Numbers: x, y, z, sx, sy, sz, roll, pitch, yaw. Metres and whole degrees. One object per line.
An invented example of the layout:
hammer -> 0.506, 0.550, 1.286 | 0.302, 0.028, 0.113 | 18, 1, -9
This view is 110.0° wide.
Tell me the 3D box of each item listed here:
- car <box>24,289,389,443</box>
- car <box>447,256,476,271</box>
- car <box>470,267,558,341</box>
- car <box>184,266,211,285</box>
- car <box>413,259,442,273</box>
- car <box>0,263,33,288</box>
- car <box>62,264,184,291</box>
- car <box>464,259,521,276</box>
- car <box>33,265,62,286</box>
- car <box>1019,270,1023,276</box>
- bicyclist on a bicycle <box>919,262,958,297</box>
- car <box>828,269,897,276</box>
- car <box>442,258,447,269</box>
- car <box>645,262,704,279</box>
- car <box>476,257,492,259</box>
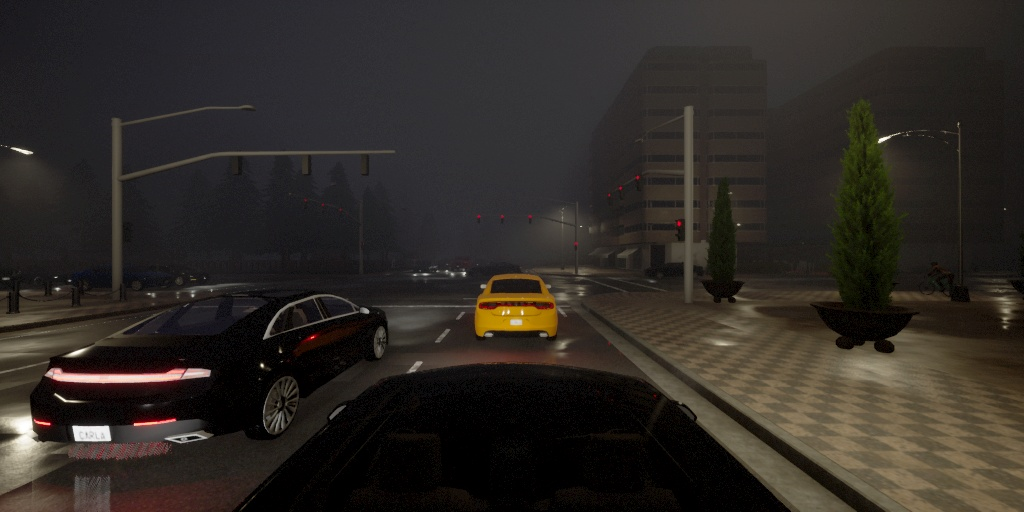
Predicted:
car -> -3.423, 1.242, 5.364 | 2.128, 1.511, 4.902 | 0, 0, 1
car -> -6.709, 0.971, 48.428 | 2.150, 2.045, 5.566 | 0, 0, 4
car -> 0.107, 1.228, 9.946 | 1.882, 1.535, 5.008 | 0, 0, 0
car -> -24.015, 1.310, 25.241 | 4.892, 1.490, 1.837 | 0, 0, 1
car -> -10.400, 1.297, 43.601 | 2.033, 1.411, 5.357 | 0, 0, 2
car -> -33.366, 1.027, 21.707 | 5.566, 2.045, 2.150 | 0, 0, 0
car -> -23.431, 1.283, 21.731 | 5.008, 1.535, 1.882 | 0, 0, 0
car -> -1.540, 1.265, 32.490 | 4.902, 1.511, 2.128 | 0, 0, 0
car -> -33.757, 1.353, 25.204 | 5.357, 1.411, 2.033 | 0, 0, 0
car -> 49.447, 1.458, 32.518 | 4.718, 1.301, 1.895 | 0, 0, 0
bicyclist on a bicycle -> 20.288, 1.106, 17.061 | 0.582, 1.620, 1.656 | 0, 0, 0
car -> 31.751, 1.406, 32.569 | 4.718, 1.301, 1.895 | 0, 0, 0
car -> -9.750, 1.102, 52.916 | 2.097, 1.767, 4.553 | 0, 0, 7
car -> 14.649, 1.283, 32.530 | 5.008, 1.535, 1.882 | 0, 0, 0
car -> -5.319, 1.255, 58.541 | 1.837, 1.490, 4.892 | 0, 0, 15
